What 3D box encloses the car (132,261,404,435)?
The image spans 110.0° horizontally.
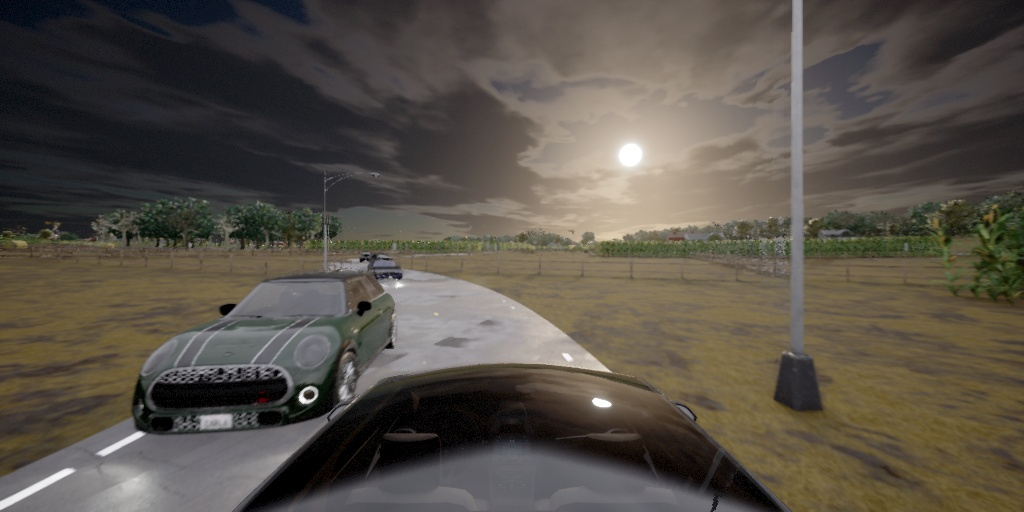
[{"bbox_3d":[-3.315,1.086,5.900,2.097,1.767,4.553,0,1,-7],"label":"car"}]

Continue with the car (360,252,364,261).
[{"bbox_3d":[-20.472,0.132,50.915,1.837,1.490,4.892,0,2,-18],"label":"car"}]

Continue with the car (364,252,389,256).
[{"bbox_3d":[-14.377,0.513,39.024,1.837,1.490,4.892,0,2,-33],"label":"car"}]

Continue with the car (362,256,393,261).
[{"bbox_3d":[-9.156,0.944,25.612,2.033,1.411,5.357,0,1,-28],"label":"car"}]
